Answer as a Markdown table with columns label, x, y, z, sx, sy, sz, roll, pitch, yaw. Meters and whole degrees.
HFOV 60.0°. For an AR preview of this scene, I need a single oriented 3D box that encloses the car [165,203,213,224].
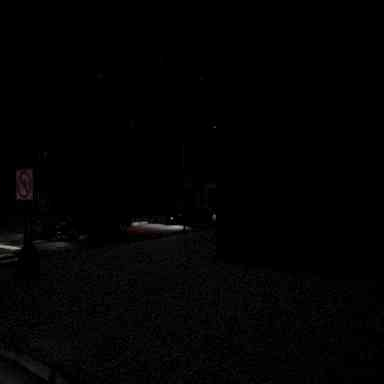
| label | x | y | z | sx | sy | sz | roll | pitch | yaw |
| --- | --- | --- | --- | --- | --- | --- | --- | --- | --- |
| car | -0.080 | 1.582 | 25.443 | 1.812 | 1.442 | 4.674 | 0 | 0 | 35 |

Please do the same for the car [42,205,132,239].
| label | x | y | z | sx | sy | sz | roll | pitch | yaw |
| --- | --- | --- | --- | --- | --- | --- | --- | --- | --- |
| car | -5.459 | 1.516 | 17.892 | 1.882 | 1.535 | 5.008 | 0 | 0 | 35 |
